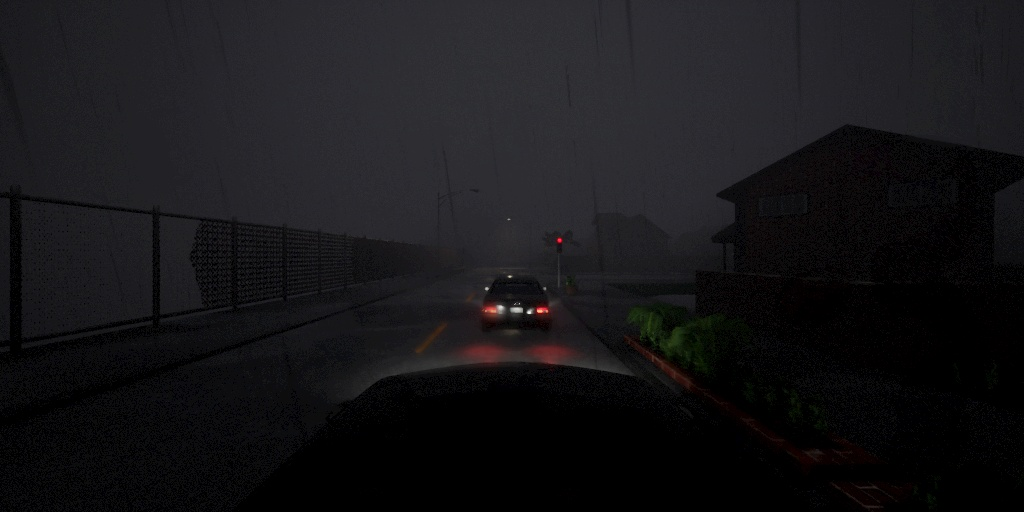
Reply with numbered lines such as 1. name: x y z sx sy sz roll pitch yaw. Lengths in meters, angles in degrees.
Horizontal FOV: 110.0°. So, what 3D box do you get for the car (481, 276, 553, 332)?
1. car: 0.116 1.297 10.780 2.033 1.411 5.357 0 0 0
